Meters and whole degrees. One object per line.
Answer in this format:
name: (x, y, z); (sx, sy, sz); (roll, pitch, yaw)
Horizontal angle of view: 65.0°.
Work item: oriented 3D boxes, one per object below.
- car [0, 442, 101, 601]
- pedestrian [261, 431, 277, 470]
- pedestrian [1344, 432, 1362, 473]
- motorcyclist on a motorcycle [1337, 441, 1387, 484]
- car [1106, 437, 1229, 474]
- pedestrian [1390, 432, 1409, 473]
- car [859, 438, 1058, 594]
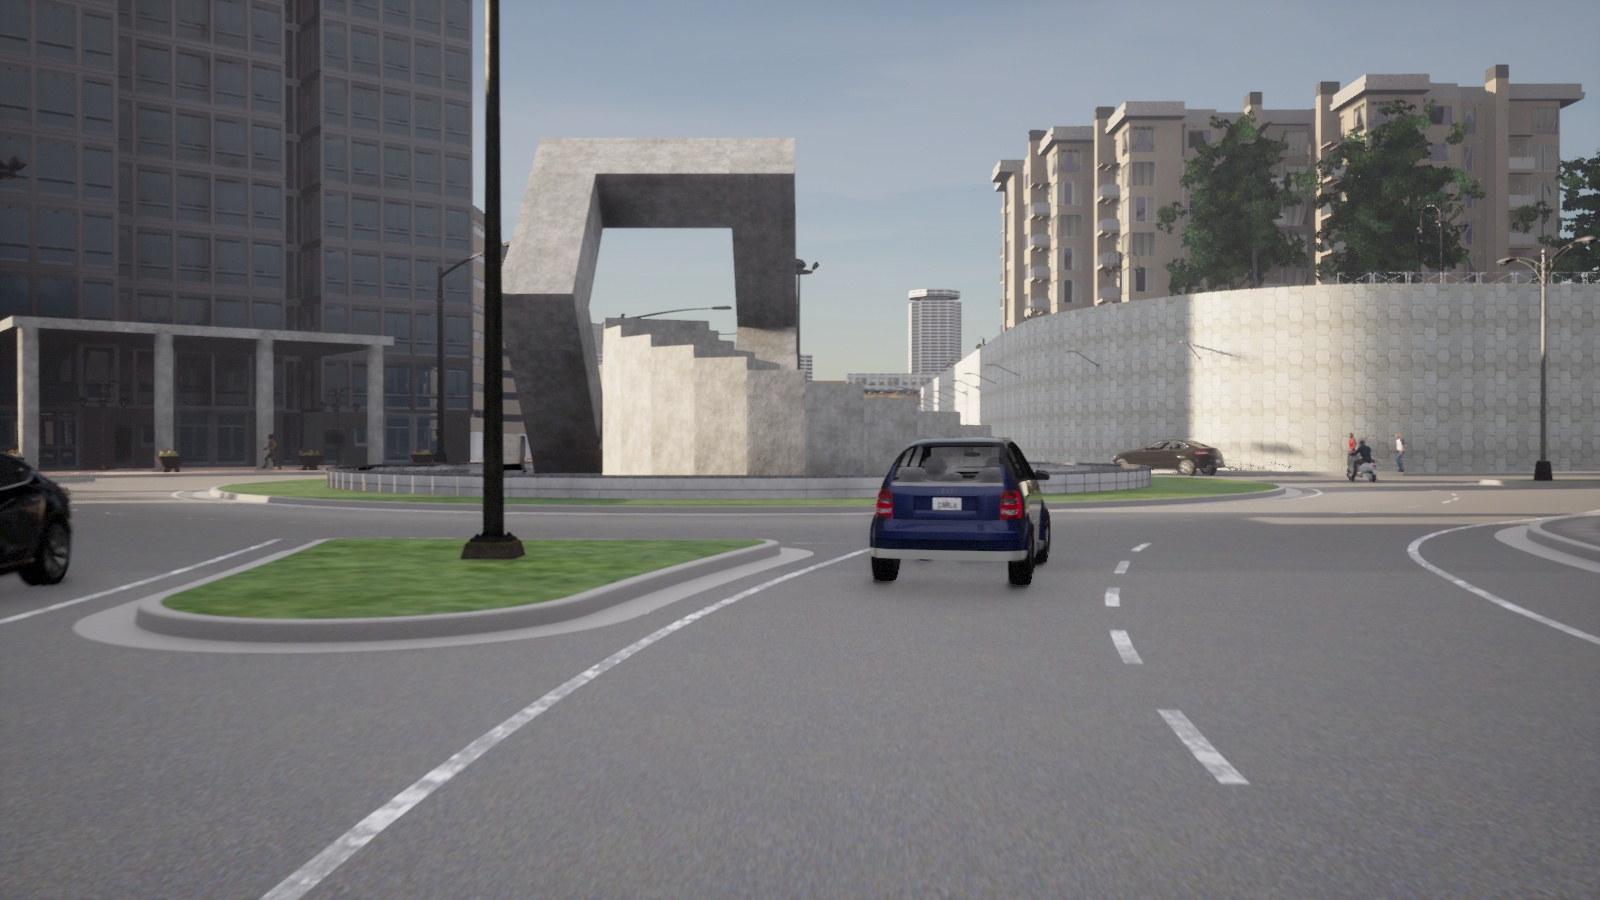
car: (-8.574, 0.671, 11.521); (2.163, 1.488, 4.792); (0, 0, -8)
pedestrian: (-26.682, 0.029, 63.067); (0.692, 1.930, 0.396); (0, 0, -33)
pedestrian: (24.895, 0.112, 56.547); (0.636, 1.846, 0.331); (0, 0, -2)
motorcyclist on a motorcycle: (21.335, 0.456, 47.728); (0.866, 1.590, 1.817); (0, 0, -9)
car: (16.809, 0.220, 57.652); (2.152, 1.651, 5.027); (0, 0, -44)
pedestrian: (26.943, 0.115, 56.447); (0.706, 1.836, 0.354); (0, 0, 4)
car: (1.949, 0.646, 14.482); (1.789, 1.549, 3.705); (0, 0, 15)
